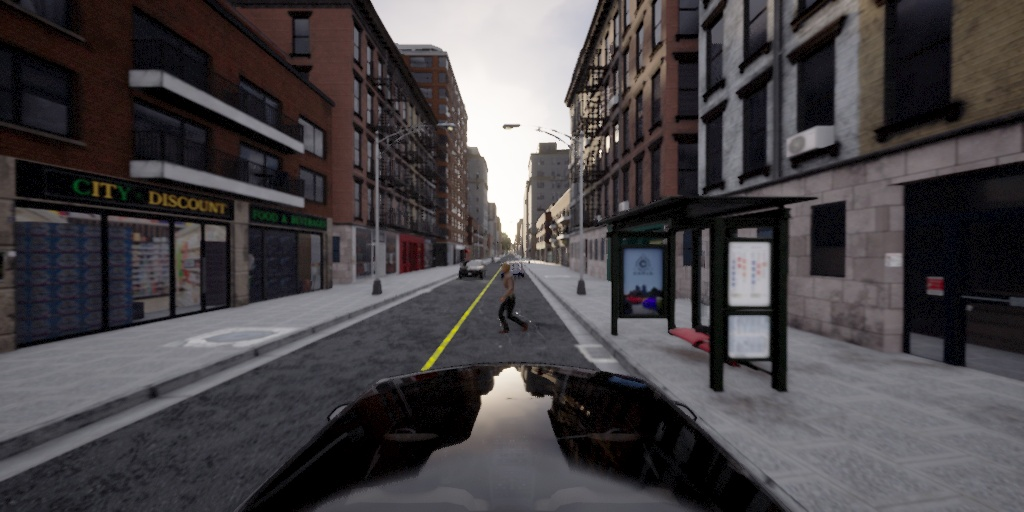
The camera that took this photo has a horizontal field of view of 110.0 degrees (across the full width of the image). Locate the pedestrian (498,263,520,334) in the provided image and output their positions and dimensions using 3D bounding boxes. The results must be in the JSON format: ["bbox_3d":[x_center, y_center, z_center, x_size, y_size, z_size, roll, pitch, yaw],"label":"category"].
[{"bbox_3d":[-0.087,0.990,8.877,0.375,1.860,0.375,0,1,-10],"label":"pedestrian"}]

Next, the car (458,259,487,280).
[{"bbox_3d":[-3.096,1.025,28.825,1.882,1.535,5.008,0,0,0],"label":"car"}]

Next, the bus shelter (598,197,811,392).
[{"bbox_3d":[3.135,0.587,6.889,1.920,2.740,3.880,0,0,0],"label":"bus shelter"}]

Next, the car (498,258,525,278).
[{"bbox_3d":[0.086,1.100,30.441,1.994,1.385,4.181,0,1,1],"label":"car"}]
